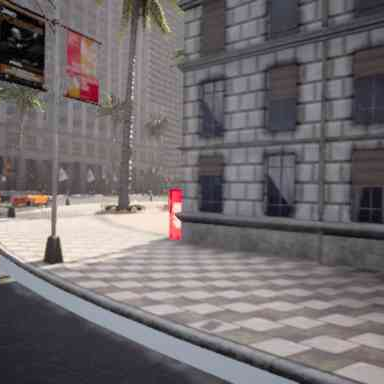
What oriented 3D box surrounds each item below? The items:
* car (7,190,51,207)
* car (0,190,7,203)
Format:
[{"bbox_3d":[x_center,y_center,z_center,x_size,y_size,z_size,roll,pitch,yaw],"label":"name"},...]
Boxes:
[{"bbox_3d":[-17.245,0.599,35.983,2.097,1.767,4.553,1,1,9],"label":"car"},{"bbox_3d":[-23.253,0.576,41.433,1.837,1.490,4.892,0,1,18],"label":"car"}]
